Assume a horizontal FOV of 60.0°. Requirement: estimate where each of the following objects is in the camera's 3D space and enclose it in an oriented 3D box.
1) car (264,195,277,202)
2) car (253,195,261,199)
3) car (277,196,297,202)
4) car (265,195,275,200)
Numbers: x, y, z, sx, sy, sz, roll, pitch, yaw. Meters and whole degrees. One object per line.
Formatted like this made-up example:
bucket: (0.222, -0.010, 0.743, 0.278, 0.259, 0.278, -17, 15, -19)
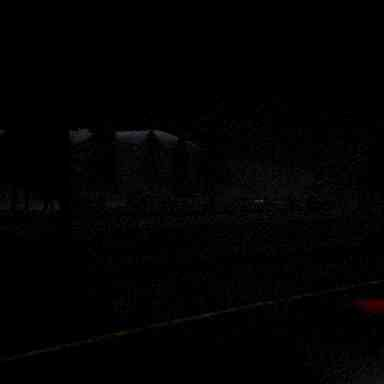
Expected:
car: (18.389, 1.379, 77.078, 2.097, 1.767, 4.553, 0, 0, -9)
car: (18.155, 1.553, 92.926, 2.128, 1.511, 4.902, 0, 0, 2)
car: (22.043, 1.565, 76.023, 2.033, 1.411, 5.357, 0, 0, -9)
car: (21.593, 1.580, 91.938, 1.994, 1.385, 4.181, 0, 0, 2)
